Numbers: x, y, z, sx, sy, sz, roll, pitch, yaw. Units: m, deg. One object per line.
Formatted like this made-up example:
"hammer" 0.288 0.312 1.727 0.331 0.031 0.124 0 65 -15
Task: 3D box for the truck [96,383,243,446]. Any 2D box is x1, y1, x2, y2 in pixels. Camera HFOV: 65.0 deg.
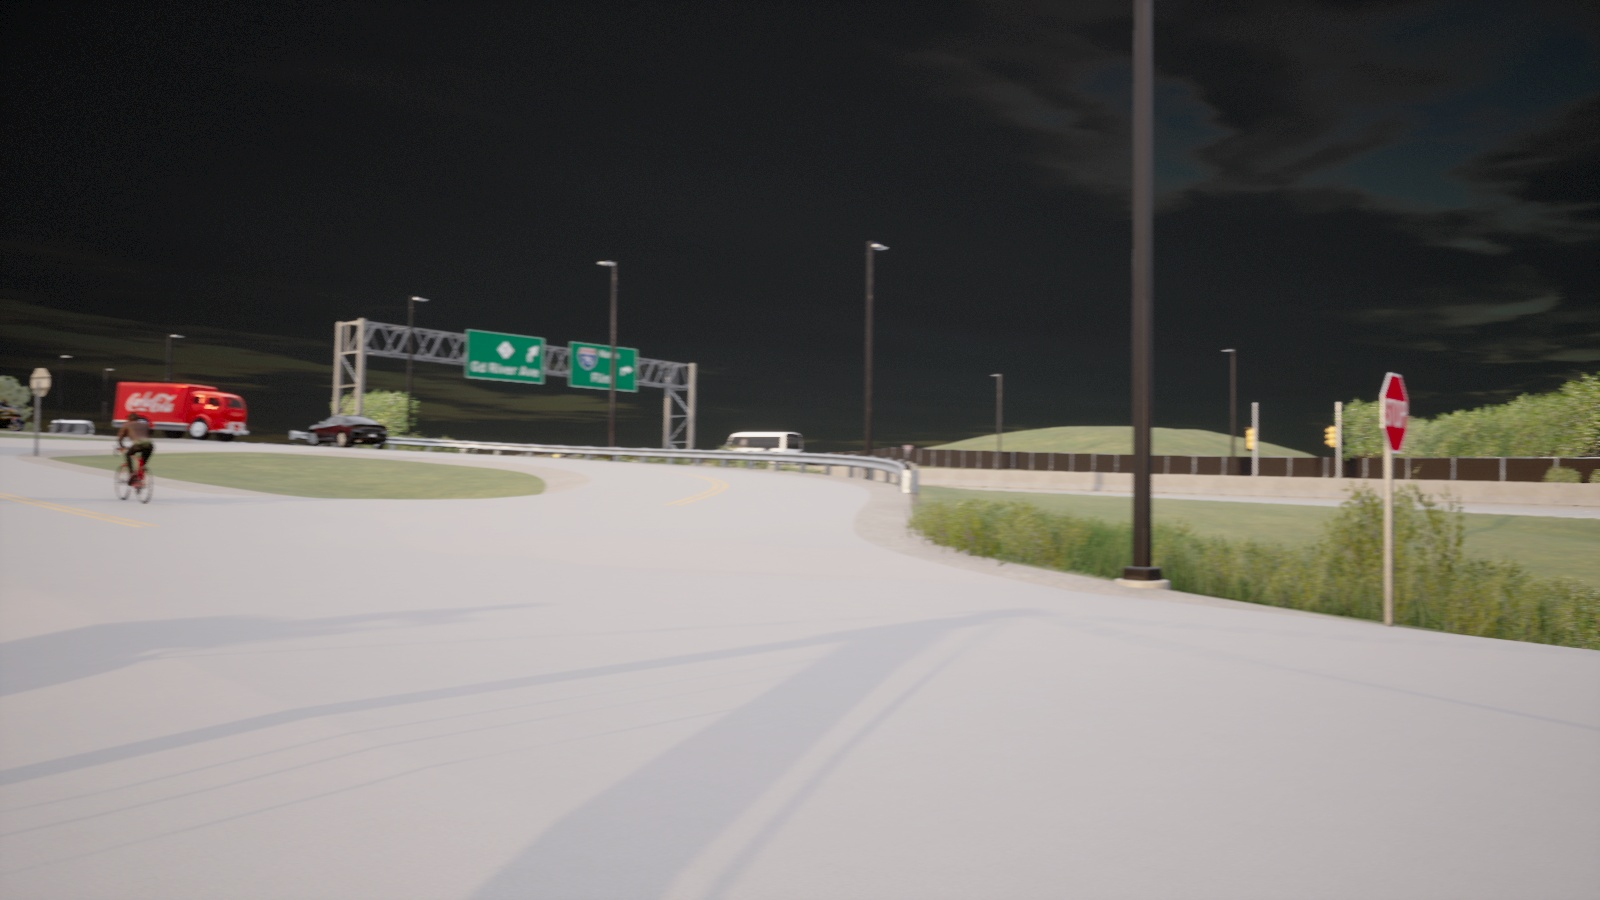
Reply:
"truck" -28.031 -1.567 55.942 5.204 2.467 2.627 2 -1 9

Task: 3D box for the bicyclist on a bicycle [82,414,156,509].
"bicyclist on a bicycle" -12.248 0.196 22.576 1.656 1.620 0.582 3 0 42

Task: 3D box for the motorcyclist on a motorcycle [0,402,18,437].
"motorcyclist on a motorcycle" -36.938 -1.422 57.117 2.191 1.530 0.866 2 -1 7

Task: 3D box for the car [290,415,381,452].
"car" -21.355 -0.781 57.645 5.008 1.535 1.882 2 -2 44
